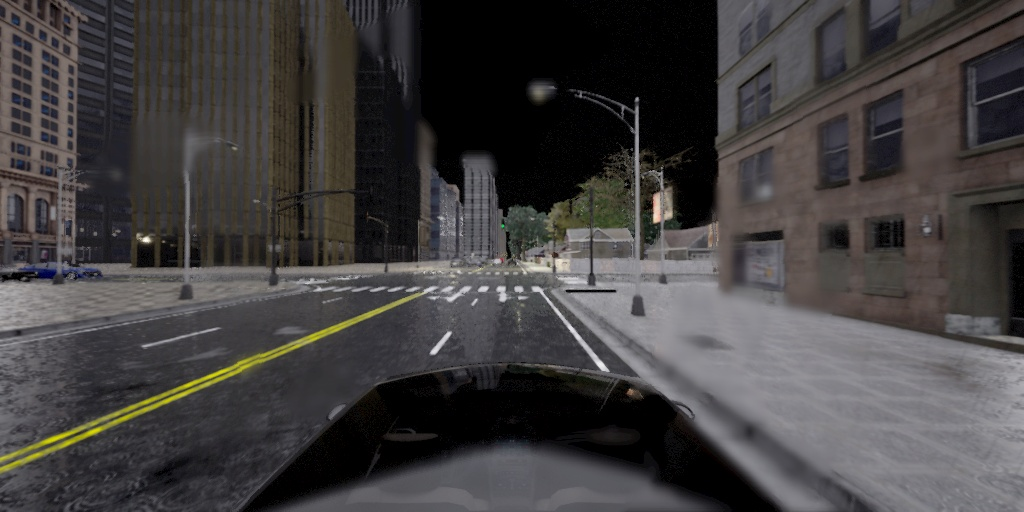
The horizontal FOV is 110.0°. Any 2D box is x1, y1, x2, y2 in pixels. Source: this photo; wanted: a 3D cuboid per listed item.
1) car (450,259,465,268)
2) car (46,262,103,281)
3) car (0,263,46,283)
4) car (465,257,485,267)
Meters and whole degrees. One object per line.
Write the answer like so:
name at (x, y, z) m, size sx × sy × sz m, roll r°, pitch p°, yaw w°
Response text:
car at (-9.757, 1.256, 63.663) m, size 2.128 × 1.511 × 4.902 m, roll 0°, pitch 0°, yaw 1°
car at (-36.320, 1.223, 28.961) m, size 5.008 × 1.535 × 1.882 m, roll 0°, pitch -1°, yaw -5°
car at (-37.256, 1.312, 25.620) m, size 4.718 × 1.301 × 1.895 m, roll 0°, pitch -1°, yaw -5°
car at (-6.509, 1.113, 63.743) m, size 2.097 × 1.767 × 4.553 m, roll 0°, pitch 0°, yaw 1°
